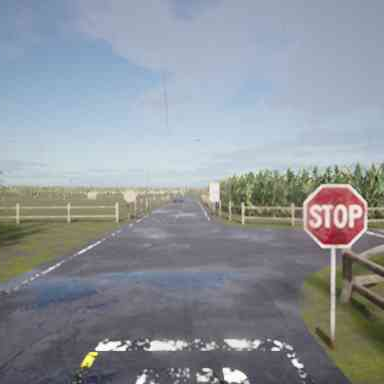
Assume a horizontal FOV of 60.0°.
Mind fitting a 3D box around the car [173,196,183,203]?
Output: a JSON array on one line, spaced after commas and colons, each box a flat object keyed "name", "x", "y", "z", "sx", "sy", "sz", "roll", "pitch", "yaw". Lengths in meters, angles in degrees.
[{"name": "car", "x": -2.724, "y": 1.472, "z": 65.534, "sx": 1.994, "sy": 1.385, "sz": 4.181, "roll": 0, "pitch": 0, "yaw": 0}]
